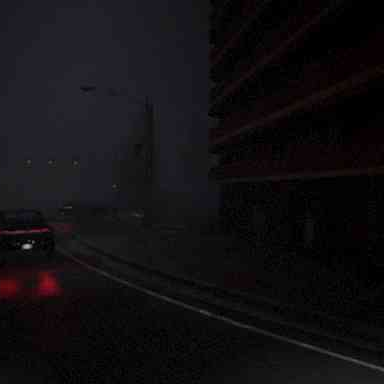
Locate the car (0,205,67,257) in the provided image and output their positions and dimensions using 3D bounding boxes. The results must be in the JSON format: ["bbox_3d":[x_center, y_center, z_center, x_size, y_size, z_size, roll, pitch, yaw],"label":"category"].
[{"bbox_3d":[-6.223,1.388,11.920,2.128,1.511,4.902,0,0,-33],"label":"car"}]

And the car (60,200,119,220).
[{"bbox_3d":[-7.960,1.335,26.063,2.128,1.511,4.902,0,0,36],"label":"car"}]

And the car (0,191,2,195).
[{"bbox_3d":[-14.084,1.022,21.539,2.150,2.045,5.566,0,0,-17],"label":"car"}]
